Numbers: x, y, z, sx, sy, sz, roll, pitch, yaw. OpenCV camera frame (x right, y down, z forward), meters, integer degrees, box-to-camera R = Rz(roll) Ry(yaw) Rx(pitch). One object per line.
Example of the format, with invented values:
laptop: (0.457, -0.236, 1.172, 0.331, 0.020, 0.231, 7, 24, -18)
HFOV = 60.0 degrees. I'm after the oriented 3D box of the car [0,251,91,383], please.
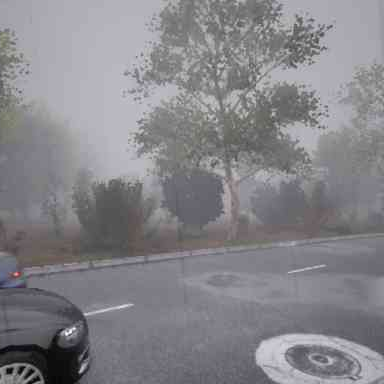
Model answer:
car: (-3.406, 1.485, 2.907, 4.902, 1.511, 2.128, 2, -1, -38)
